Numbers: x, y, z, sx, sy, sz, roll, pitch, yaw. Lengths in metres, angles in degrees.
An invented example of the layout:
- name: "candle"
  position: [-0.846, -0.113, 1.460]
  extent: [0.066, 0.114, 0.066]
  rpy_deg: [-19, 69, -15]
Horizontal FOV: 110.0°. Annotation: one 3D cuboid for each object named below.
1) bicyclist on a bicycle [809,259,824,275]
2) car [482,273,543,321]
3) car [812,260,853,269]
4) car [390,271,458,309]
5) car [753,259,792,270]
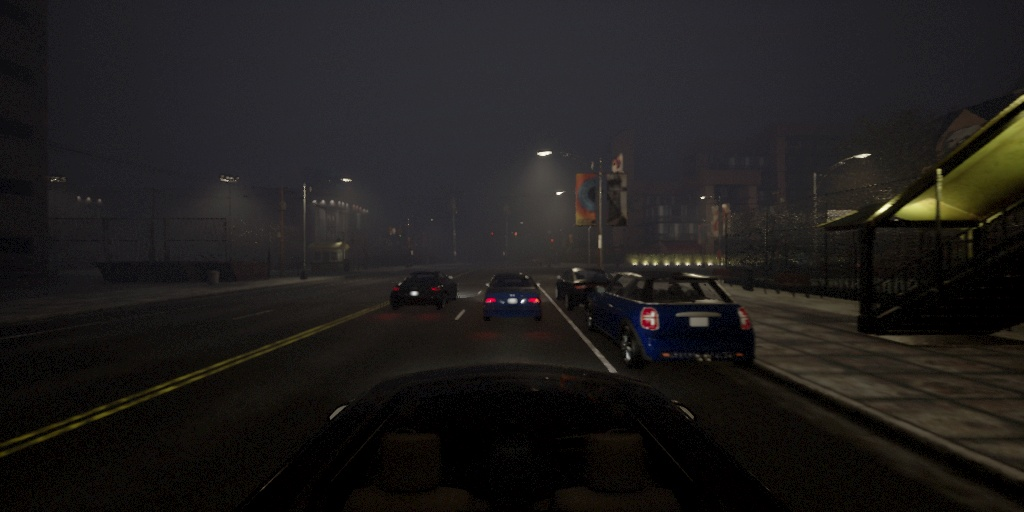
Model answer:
- name: "bicyclist on a bicycle"
  position: [26.089, 1.005, 30.679]
  extent: [0.582, 1.620, 1.656]
  rpy_deg: [0, 0, 0]
- name: "car"
  position: [0.032, 1.281, 12.412]
  extent: [2.033, 1.411, 5.357]
  rpy_deg: [0, 0, 1]
- name: "car"
  position: [40.315, 1.246, 45.230]
  extent: [4.181, 1.385, 1.994]
  rpy_deg: [0, 0, 0]
- name: "car"
  position: [-3.447, 1.294, 14.725]
  extent: [1.994, 1.385, 4.181]
  rpy_deg: [0, 0, 0]
- name: "car"
  position: [35.535, 1.182, 48.716]
  extent: [4.892, 1.490, 1.837]
  rpy_deg: [0, 0, 0]
